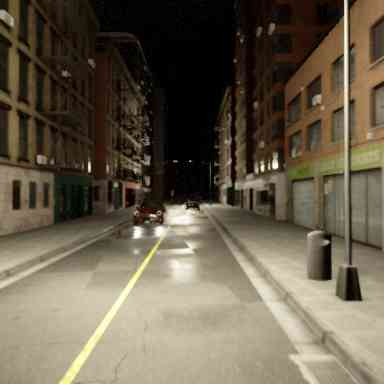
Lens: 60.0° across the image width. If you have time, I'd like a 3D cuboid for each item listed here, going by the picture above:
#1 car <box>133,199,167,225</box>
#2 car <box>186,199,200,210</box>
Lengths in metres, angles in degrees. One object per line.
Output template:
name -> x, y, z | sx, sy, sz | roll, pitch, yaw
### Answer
car -> -2.997, 1.429, 24.503 | 2.097, 1.767, 4.553 | 0, 0, 0
car -> 0.106, 1.704, 45.376 | 2.033, 1.411, 5.357 | 0, 0, 0
